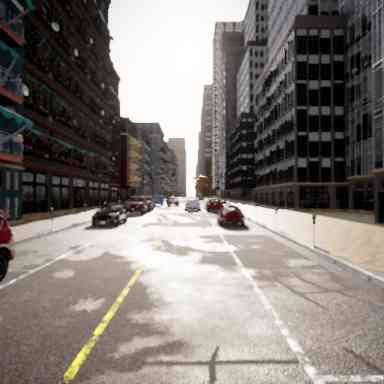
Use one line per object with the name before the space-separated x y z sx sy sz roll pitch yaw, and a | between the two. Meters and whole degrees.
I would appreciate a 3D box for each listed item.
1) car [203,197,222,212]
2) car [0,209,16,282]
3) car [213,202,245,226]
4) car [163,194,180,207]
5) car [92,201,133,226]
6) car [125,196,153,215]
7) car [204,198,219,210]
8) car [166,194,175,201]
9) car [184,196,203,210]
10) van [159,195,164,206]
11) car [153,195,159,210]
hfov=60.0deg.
car | 2.687 1.482 40.050 1.967 1.590 4.097 1 0 0
car | -5.682 1.316 6.908 2.192 1.841 5.009 1 0 0
car | 2.686 1.599 23.481 1.802 1.307 4.206 1 0 0
car | -3.027 1.580 54.292 2.128 1.511 4.902 0 0 0
car | -5.694 1.582 23.478 1.947 1.339 4.313 1 0 0
car | -5.701 1.346 34.524 2.192 1.841 5.009 1 0 0
car | 2.685 1.579 45.744 1.752 1.417 4.829 1 0 0
car | -5.726 1.524 89.023 2.192 1.841 5.009 0 0 0
car | 0.080 1.572 42.555 1.812 1.442 4.674 0 0 0
van | -5.687 1.424 56.617 1.690 1.788 3.998 1 0 0
car | -5.706 1.356 40.047 2.192 1.841 5.009 1 0 0
